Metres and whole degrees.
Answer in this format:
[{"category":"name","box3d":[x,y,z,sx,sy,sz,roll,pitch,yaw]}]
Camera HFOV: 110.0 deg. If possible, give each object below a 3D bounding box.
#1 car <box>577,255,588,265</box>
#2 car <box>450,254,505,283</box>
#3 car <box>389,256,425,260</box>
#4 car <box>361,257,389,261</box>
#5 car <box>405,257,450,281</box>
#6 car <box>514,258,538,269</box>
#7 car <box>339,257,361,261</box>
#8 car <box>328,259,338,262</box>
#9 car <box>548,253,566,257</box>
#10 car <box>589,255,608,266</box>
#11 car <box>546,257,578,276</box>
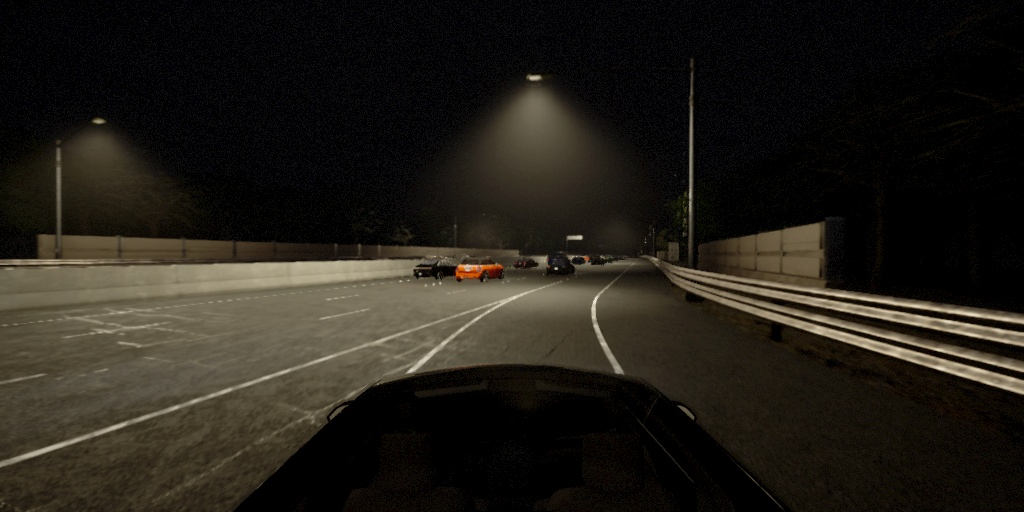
[{"category":"car","box3d":[11.684,0.817,63.058,1.882,1.535,5.008,0,0,20]},{"category":"car","box3d":[-2.157,0.905,25.498,2.097,1.767,4.553,0,0,20]},{"category":"car","box3d":[-11.406,0.754,41.041,2.097,1.767,4.553,0,0,21]},{"category":"car","box3d":[-14.749,0.872,42.093,2.128,1.511,4.902,0,0,21]},{"category":"car","box3d":[-5.420,1.022,26.766,2.128,1.511,4.902,0,0,20]},{"category":"car","box3d":[1.864,0.964,46.435,2.033,1.411,5.357,0,0,20]},{"category":"car","box3d":[-18.033,0.884,43.290,1.812,1.442,4.674,0,0,21]},{"category":"car","box3d":[-21.296,0.899,44.541,1.994,1.385,4.181,0,1,21]},{"category":"car","box3d":[6.201,0.644,48.088,2.150,2.045,5.566,0,0,20]},{"category":"car","box3d":[14.969,0.962,61.845,1.895,1.301,4.718,0,0,20]},{"category":"car","box3d":[4.615,1.085,33.689,1.994,1.385,4.181,0,0,20]}]
